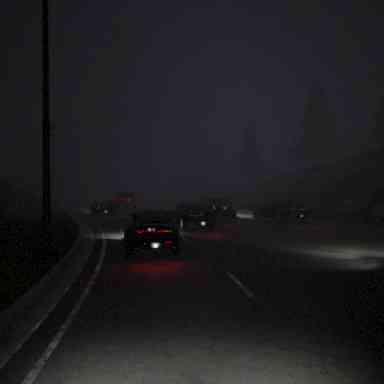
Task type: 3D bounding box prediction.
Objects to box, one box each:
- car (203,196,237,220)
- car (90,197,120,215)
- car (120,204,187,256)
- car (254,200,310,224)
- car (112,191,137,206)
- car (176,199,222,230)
[{"bbox_3d":[1.550,1.157,25.353,2.097,1.767,4.553,0,0,-21],"label":"car"},{"bbox_3d":[-8.368,1.401,30.995,1.895,1.301,4.718,0,0,-24],"label":"car"},{"bbox_3d":[-1.688,1.415,12.873,1.837,1.490,4.892,0,0,-13],"label":"car"},{"bbox_3d":[6.112,1.296,23.193,2.128,1.511,4.902,0,0,-19],"label":"car"},{"bbox_3d":[-7.981,0.961,38.796,2.150,2.045,5.566,0,0,-24],"label":"car"},{"bbox_3d":[-0.130,1.360,19.723,1.837,1.490,4.892,0,1,-18],"label":"car"}]
